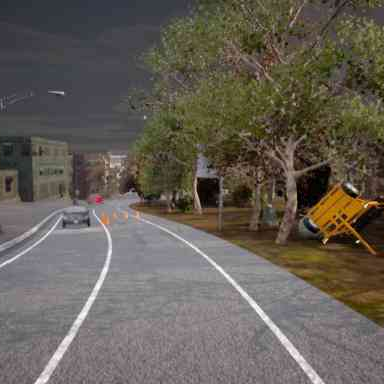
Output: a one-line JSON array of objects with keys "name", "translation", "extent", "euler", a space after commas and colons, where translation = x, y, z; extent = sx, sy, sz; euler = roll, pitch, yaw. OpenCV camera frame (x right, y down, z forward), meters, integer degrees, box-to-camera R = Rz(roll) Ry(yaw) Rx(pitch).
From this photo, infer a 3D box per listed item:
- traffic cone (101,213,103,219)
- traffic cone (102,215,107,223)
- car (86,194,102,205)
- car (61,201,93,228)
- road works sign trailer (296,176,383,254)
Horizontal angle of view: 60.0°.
[{"name": "traffic cone", "translation": [-6.519, 2.050, 25.093], "extent": [0.340, 0.580, 0.340], "euler": [-2, 0, -18]}, {"name": "traffic cone", "translation": [-5.903, 2.038, 23.192], "extent": [0.340, 0.580, 0.340], "euler": [-2, 0, -18]}, {"name": "car", "translation": [-18.294, 1.371, 62.616], "extent": [2.150, 2.045, 5.566], "euler": [-1, 0, -6]}, {"name": "car", "translation": [-8.213, 1.673, 23.706], "extent": [1.812, 1.442, 4.674], "euler": [-2, 0, -18]}, {"name": "road works sign trailer", "translation": [6.678, 1.193, 13.369], "extent": [3.560, 2.380, 2.880], "euler": [0, 46, -45]}]
